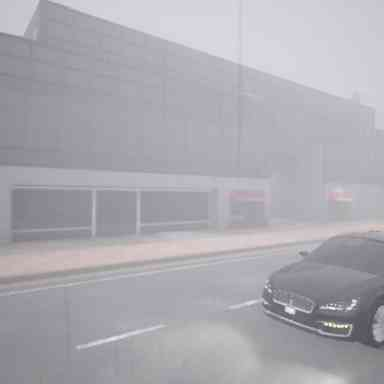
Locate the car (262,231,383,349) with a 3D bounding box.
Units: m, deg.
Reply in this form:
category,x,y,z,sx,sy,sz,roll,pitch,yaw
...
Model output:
category,x,y,z,sx,sy,sz,roll,pitch,yaw
car,3.467,1.588,6.516,4.892,1.490,1.837,1,0,-36
